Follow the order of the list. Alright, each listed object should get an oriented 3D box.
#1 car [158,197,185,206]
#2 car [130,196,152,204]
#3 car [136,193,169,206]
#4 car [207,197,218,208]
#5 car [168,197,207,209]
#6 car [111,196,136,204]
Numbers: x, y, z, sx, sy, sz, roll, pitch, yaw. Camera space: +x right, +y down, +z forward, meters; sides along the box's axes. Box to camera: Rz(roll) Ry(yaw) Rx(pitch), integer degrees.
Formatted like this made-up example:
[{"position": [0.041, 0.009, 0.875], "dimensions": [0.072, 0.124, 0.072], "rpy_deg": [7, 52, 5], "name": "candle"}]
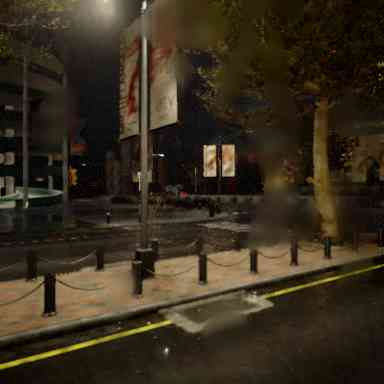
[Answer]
[{"position": [-3.647, 1.540, 56.986], "dimensions": [2.033, 1.411, 5.357], "rpy_deg": [0, 0, -36], "name": "car"}, {"position": [-9.997, 1.518, 64.778], "dimensions": [1.812, 1.442, 4.674], "rpy_deg": [0, 0, -44], "name": "car"}, {"position": [-6.659, 1.215, 55.180], "dimensions": [2.150, 2.045, 5.566], "rpy_deg": [0, 0, -37], "name": "car"}, {"position": [2.035, 1.485, 49.062], "dimensions": [2.128, 1.511, 4.902], "rpy_deg": [0, 0, -36], "name": "car"}, {"position": [-0.712, 1.541, 46.905], "dimensions": [2.033, 1.411, 5.357], "rpy_deg": [0, 0, -35], "name": "car"}, {"position": [-13.355, 1.471, 62.990], "dimensions": [5.008, 1.535, 1.882], "rpy_deg": [0, 0, 42], "name": "car"}]
